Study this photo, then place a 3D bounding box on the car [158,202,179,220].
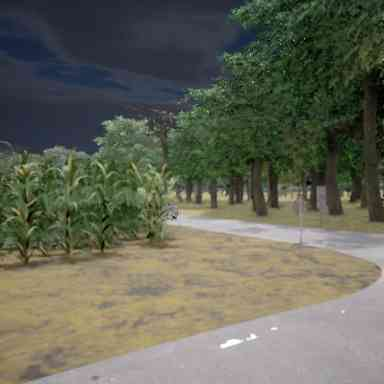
[{"bbox_3d":[-3.400,1.912,36.013,2.150,2.045,5.566,-1,0,-29],"label":"car"}]
